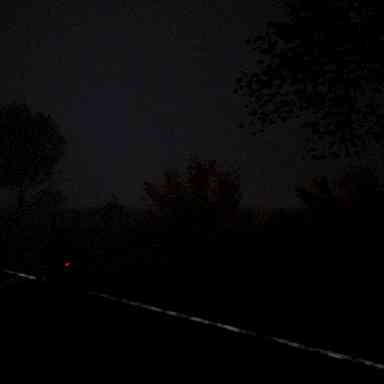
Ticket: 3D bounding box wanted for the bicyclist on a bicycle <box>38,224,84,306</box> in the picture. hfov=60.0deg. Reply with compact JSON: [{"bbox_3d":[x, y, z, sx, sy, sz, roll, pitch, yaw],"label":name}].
[{"bbox_3d":[-2.819,1.524,7.063,1.656,1.620,0.582,-1,-1,35],"label":"bicyclist on a bicycle"}]
